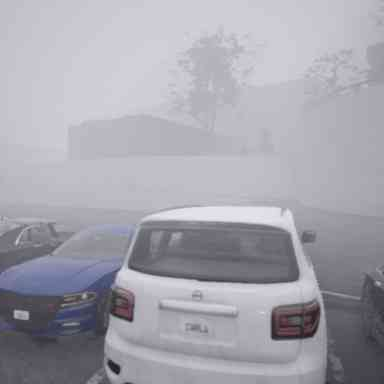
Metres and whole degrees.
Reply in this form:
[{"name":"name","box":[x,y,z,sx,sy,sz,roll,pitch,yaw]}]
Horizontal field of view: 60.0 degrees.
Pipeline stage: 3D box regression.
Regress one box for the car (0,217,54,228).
[{"name":"car","box":[-4.111,1.437,8.728,2.231,1.521,4.892,0,-1,16]}]

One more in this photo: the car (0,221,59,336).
[{"name":"car","box":[-1.674,1.454,7.003,2.097,1.535,5.008,1,0,16]}]

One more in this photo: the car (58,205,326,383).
[{"name":"car","box":[0.753,1.222,5.298,2.435,2.045,5.566,0,-1,16]}]

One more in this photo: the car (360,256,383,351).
[{"name":"car","box":[3.182,1.498,3.539,2.231,1.521,4.892,1,0,15]}]
